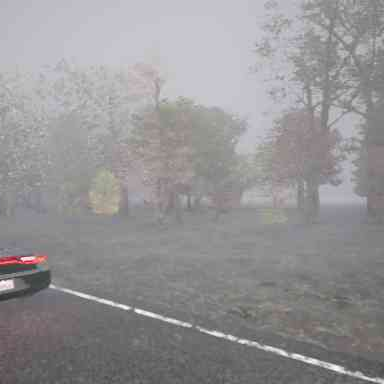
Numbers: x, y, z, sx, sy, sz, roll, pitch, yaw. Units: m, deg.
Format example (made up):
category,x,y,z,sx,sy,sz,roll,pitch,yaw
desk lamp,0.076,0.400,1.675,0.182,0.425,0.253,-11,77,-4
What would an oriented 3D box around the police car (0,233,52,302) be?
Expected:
category,x,y,z,sx,sy,sz,roll,pitch,yaw
police car,-5.306,1.504,7.332,4.974,1.542,2.038,0,0,35
